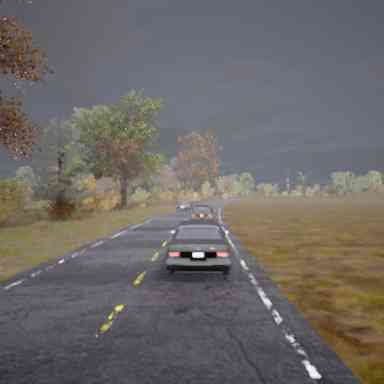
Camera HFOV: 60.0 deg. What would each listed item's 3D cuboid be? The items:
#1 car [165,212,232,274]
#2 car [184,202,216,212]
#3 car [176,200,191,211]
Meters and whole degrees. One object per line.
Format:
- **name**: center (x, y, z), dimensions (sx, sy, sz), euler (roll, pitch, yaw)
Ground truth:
- **car**: center (0.234, 1.617, 10.735), dimensions (2.033, 1.411, 5.357), euler (0, 0, 2)
- **car**: center (0.832, 1.709, 25.686), dimensions (2.033, 1.411, 5.357), euler (0, 0, 4)
- **car**: center (-0.946, 1.765, 44.226), dimensions (2.128, 1.511, 4.902), euler (0, 0, 5)
